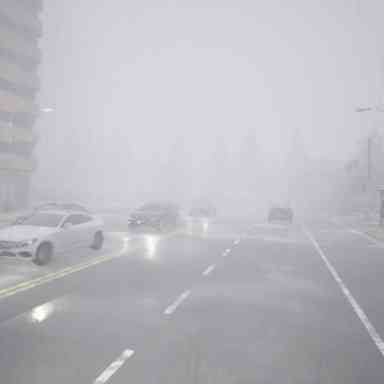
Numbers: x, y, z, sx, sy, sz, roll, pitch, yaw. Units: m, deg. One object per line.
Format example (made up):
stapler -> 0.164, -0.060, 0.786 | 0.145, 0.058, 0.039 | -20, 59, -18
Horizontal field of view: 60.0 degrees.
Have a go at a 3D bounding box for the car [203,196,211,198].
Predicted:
car -> 1.559, 1.414, 47.972 | 1.837, 1.490, 4.892 | 3, 0, -41

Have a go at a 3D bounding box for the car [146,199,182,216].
car -> -2.561, 1.403, 31.606 | 1.994, 1.385, 4.181 | 2, 0, 15

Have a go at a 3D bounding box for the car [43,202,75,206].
car -> -6.709, 1.247, 16.675 | 1.812, 1.442, 4.674 | 2, 0, 15

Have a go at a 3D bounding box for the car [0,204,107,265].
car -> -4.580, 1.336, 11.135 | 1.812, 1.442, 4.674 | 2, 0, 15

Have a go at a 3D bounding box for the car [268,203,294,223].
car -> 7.408, 1.685, 27.827 | 1.882, 1.535, 5.008 | 2, 0, 15

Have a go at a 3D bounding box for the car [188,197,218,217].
car -> 1.142, 1.543, 31.826 | 1.812, 1.442, 4.674 | 2, 0, 15

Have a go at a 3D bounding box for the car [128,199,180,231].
car -> -2.162, 1.383, 20.027 | 1.837, 1.490, 4.892 | 2, 0, 15
